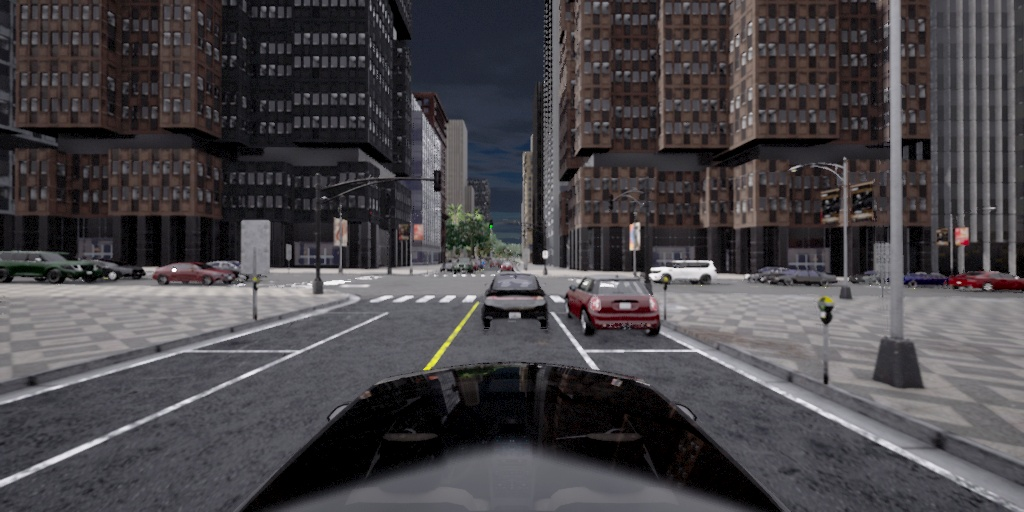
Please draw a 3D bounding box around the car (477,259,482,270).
[{"bbox_3d":[-6.588,1.638,58.853,1.882,1.535,5.008,0,-1,0],"label":"car"}]

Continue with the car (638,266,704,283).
[{"bbox_3d":[14.953,1.750,34.009,5.357,1.411,2.033,1,0,1],"label":"car"}]

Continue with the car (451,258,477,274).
[{"bbox_3d":[-6.521,1.293,48.865,2.150,2.045,5.566,0,-1,0],"label":"car"}]

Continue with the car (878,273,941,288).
[{"bbox_3d":[35.114,2.076,30.906,4.718,1.301,1.895,1,0,0],"label":"car"}]

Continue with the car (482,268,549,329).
[{"bbox_3d":[0.126,1.309,11.567,2.128,1.511,4.902,0,0,1],"label":"car"}]

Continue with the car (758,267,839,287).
[{"bbox_3d":[24.790,1.873,30.839,5.357,1.411,2.033,1,0,0],"label":"car"}]

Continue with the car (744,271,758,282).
[{"bbox_3d":[24.752,1.835,34.090,4.902,1.511,2.128,1,0,-1],"label":"car"}]

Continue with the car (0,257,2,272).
[{"bbox_3d":[-51.871,0.795,33.520,5.357,1.411,2.033,1,0,-1],"label":"car"}]

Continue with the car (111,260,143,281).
[{"bbox_3d":[-30.551,1.027,26.985,4.892,1.490,1.837,1,0,0],"label":"car"}]

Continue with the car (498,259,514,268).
[{"bbox_3d":[-0.688,1.538,52.030,1.967,1.591,4.097,0,0,0],"label":"car"}]

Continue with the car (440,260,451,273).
[{"bbox_3d":[-9.212,1.665,51.964,1.948,1.339,4.313,0,0,0],"label":"car"}]

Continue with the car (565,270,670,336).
[{"bbox_3d":[2.748,1.250,10.645,1.967,1.591,4.097,0,0,0],"label":"car"}]

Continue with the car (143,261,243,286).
[{"bbox_3d":[-21.055,1.163,23.806,4.674,1.442,1.812,1,0,0],"label":"car"}]

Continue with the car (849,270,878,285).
[{"bbox_3d":[34.774,2.053,34.155,4.181,1.385,1.994,1,0,-1],"label":"car"}]

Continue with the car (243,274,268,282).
[{"bbox_3d":[-21.162,1.146,27.067,4.902,1.511,2.128,1,0,1],"label":"car"}]

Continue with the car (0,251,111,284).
[{"bbox_3d":[-30.756,0.723,23.730,5.566,2.045,2.150,1,0,-1],"label":"car"}]

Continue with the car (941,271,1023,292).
[{"bbox_3d":[36.705,1.957,27.478,5.008,1.535,1.882,1,0,0],"label":"car"}]

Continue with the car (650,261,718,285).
[{"bbox_3d":[14.550,1.400,30.748,5.566,2.045,2.150,1,0,1],"label":"car"}]
